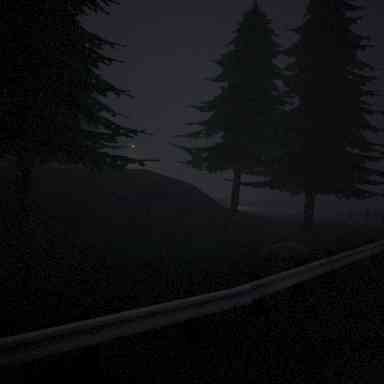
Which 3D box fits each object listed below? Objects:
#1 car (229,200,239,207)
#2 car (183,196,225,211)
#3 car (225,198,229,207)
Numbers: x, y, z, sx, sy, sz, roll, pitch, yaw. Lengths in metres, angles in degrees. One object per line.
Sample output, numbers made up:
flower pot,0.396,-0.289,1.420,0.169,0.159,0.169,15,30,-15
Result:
car,4.501,1.509,50.707,5.357,1.411,2.033,0,0,34
car,1.546,1.319,44.260,4.553,1.767,2.097,0,0,34
car,2.468,1.562,47.858,4.718,1.301,1.895,0,0,34
